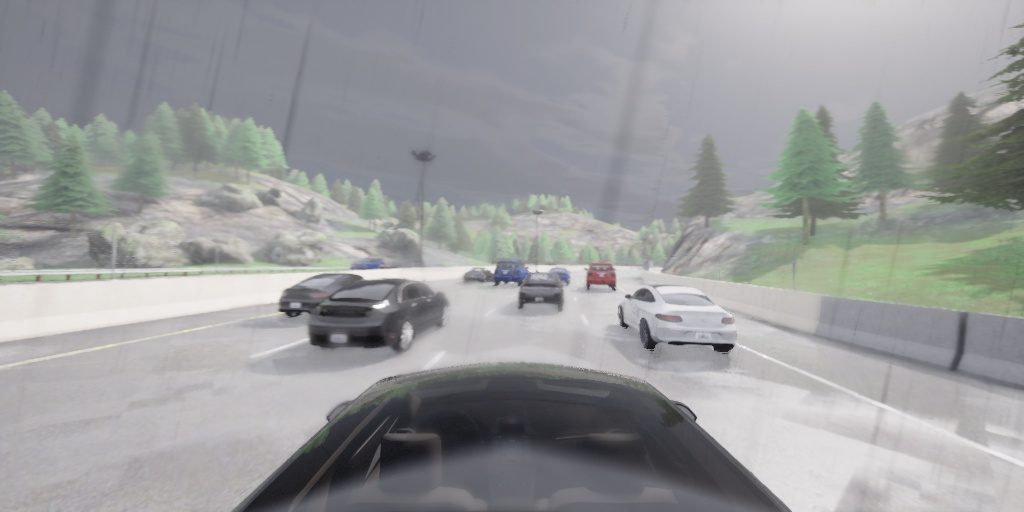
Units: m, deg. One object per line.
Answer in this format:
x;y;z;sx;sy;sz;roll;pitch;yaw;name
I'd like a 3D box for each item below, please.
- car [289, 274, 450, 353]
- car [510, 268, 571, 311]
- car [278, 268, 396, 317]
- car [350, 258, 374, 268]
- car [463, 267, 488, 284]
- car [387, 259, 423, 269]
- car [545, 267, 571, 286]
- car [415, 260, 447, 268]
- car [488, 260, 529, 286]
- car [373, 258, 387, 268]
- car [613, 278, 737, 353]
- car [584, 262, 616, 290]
-2.967;1.303;9.059;1.837;1.490;4.892;1;0;6;car
1.399;1.497;16.224;2.128;1.511;4.902;1;-1;8;car
-6.085;1.309;12.773;1.812;1.442;4.674;1;-1;6;car
-20.213;1.268;50.442;2.150;2.045;5.566;1;-1;16;car
-2.911;1.720;32.343;1.994;1.385;4.181;1;-1;12;car
-13.685;1.374;47.840;2.150;2.045;5.566;1;-1;16;car
4.293;1.797;32.557;1.882;1.535;5.008;1;-1;12;car
-10.231;1.697;47.152;1.882;1.535;5.008;1;-1;16;car
0.044;1.400;29.451;2.150;2.045;5.566;1;-1;12;car
-16.665;1.472;50.040;2.097;1.767;4.553;1;-1;16;car
4.118;1.487;9.543;1.812;1.442;4.674;1;-1;6;car
6.921;1.533;28.160;2.150;2.045;5.566;1;-1;11;car
